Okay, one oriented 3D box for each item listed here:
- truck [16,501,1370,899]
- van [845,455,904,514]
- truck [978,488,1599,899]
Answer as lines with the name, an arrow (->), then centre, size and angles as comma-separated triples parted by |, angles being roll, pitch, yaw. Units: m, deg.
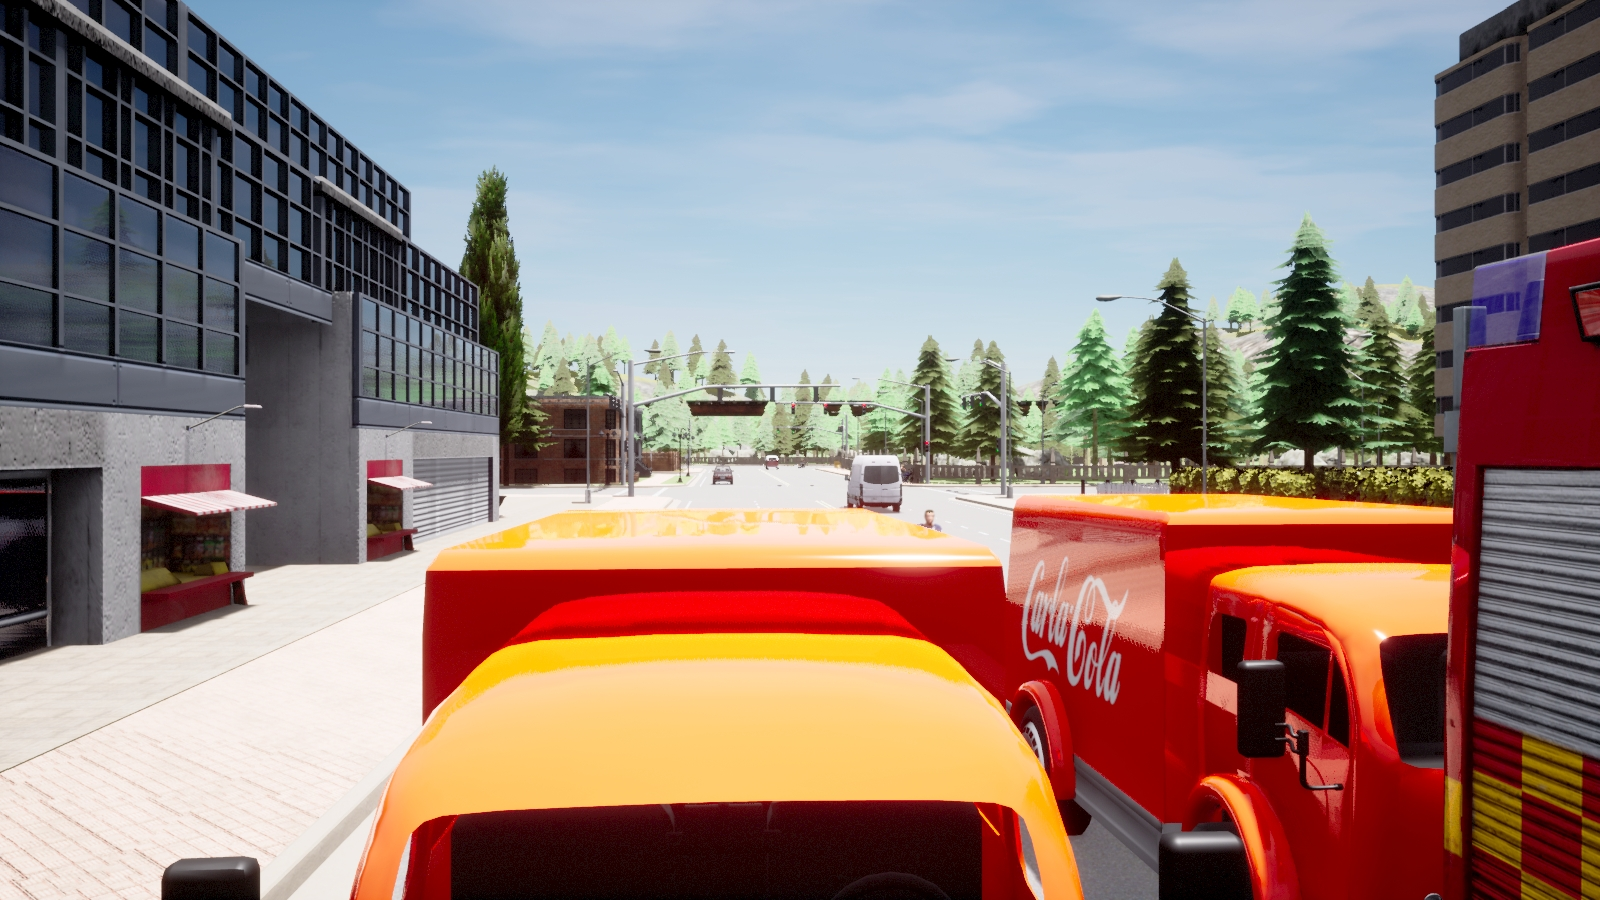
truck -> -0.347, 1.568, 4.821 | 2.627, 2.467, 5.204 | 0, 0, -4
van -> 3.411, 1.534, 53.444 | 1.988, 2.561, 5.915 | 0, 0, -4
truck -> 3.003, 1.568, 7.234 | 2.627, 2.467, 5.204 | 0, 0, -4
